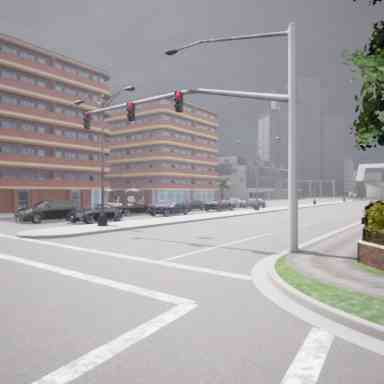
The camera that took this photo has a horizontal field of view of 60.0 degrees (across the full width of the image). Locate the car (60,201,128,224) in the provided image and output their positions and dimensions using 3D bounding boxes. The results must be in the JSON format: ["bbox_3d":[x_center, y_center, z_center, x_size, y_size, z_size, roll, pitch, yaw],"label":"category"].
[{"bbox_3d":[-7.232,1.581,24.910,1.994,1.385,4.181,0,0,36],"label":"car"}]

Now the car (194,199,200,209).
[{"bbox_3d":[-0.184,1.567,40.535,2.033,1.411,5.357,0,0,36],"label":"car"}]

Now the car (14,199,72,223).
[{"bbox_3d":[-11.090,1.373,25.566,2.097,1.767,4.553,0,0,36],"label":"car"}]

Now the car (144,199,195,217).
[{"bbox_3d":[-2.075,1.618,31.990,1.895,1.301,4.718,0,0,36],"label":"car"}]

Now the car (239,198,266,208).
[{"bbox_3d":[8.858,1.542,46.960,1.812,1.442,4.674,0,0,36],"label":"car"}]

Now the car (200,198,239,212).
[{"bbox_3d":[3.320,1.618,39.397,1.895,1.301,4.718,0,0,36],"label":"car"}]

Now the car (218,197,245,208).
[{"bbox_3d":[5.847,1.545,48.773,1.812,1.442,4.674,0,0,36],"label":"car"}]

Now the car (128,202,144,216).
[{"bbox_3d":[-5.822,1.621,32.797,1.895,1.301,4.718,0,0,36],"label":"car"}]
